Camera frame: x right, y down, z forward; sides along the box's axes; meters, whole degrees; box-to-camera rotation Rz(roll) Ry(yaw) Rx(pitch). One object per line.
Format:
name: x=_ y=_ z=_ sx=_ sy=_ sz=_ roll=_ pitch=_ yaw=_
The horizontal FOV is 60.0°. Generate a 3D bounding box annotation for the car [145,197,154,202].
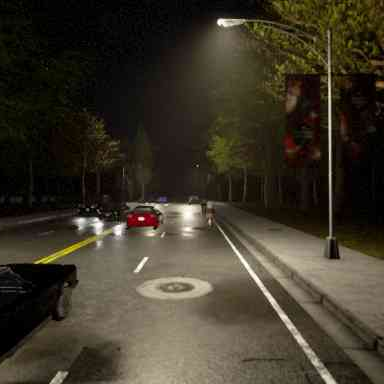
car: x=-9.341 y=1.779 z=75.261 sx=1.994 sy=1.385 sz=4.181 roll=0 pitch=0 yaw=0

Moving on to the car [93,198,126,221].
car: x=-6.449 y=1.556 z=27.796 sx=1.837 sy=1.490 sz=4.892 roll=0 pitch=0 yaw=0

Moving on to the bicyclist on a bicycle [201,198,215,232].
bicyclist on a bicycle: x=0.993 y=1.402 z=19.138 sx=0.659 sy=1.776 sz=1.843 roll=0 pitch=0 yaw=0

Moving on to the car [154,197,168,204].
car: x=-6.125 y=1.682 z=68.992 sx=1.882 sy=1.535 sz=5.008 roll=0 pitch=0 yaw=0

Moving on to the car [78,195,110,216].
car: x=-9.667 y=1.288 z=33.659 sx=2.150 sy=2.045 sz=5.566 roll=0 pitch=0 yaw=0

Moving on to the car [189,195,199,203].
car: x=0.402 y=1.588 z=74.023 sx=2.097 sy=1.767 sz=4.553 roll=0 pitch=0 yaw=0

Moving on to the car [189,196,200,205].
car: x=0.432 y=1.690 z=60.923 sx=1.812 sy=1.442 sz=4.674 roll=0 pitch=0 yaw=0

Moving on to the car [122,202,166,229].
car: x=-3.034 y=1.601 z=21.957 sx=1.994 sy=1.385 sz=4.181 roll=0 pitch=0 yaw=0

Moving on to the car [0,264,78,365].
car: x=-3.130 y=1.606 z=4.334 sx=1.895 sy=1.301 sz=4.718 roll=0 pitch=0 yaw=0
